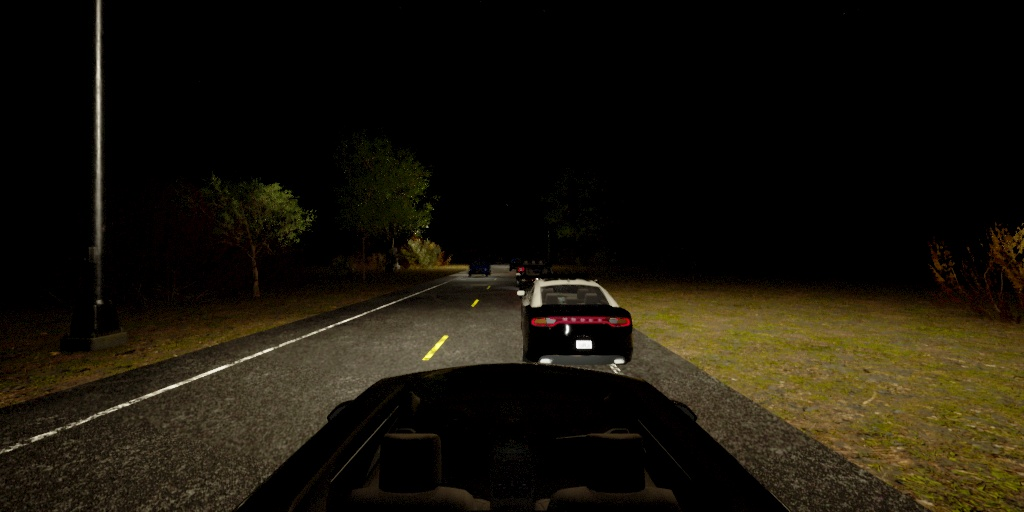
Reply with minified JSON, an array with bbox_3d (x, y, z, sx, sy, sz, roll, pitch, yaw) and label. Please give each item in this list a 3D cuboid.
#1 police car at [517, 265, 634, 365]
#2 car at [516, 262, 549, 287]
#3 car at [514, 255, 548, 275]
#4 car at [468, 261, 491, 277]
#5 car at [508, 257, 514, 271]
[{"bbox_3d":[1.152,1.174,8.163,1.930,1.638,5.238,0,0,1],"label":"police car"},{"bbox_3d":[1.278,1.249,18.052,1.837,1.490,4.892,0,0,1],"label":"car"},{"bbox_3d":[1.353,0.963,24.081,2.150,2.045,5.566,0,0,1],"label":"car"},{"bbox_3d":[-3.153,1.203,35.461,1.882,1.535,5.008,0,0,1],"label":"car"},{"bbox_3d":[0.630,1.233,46.583,1.812,1.442,4.674,0,0,1],"label":"car"}]
